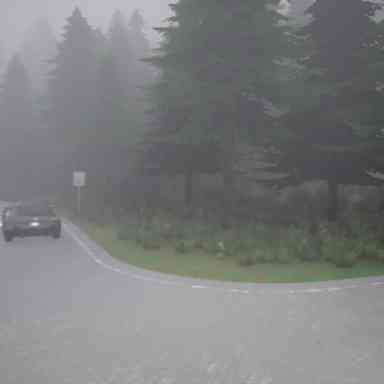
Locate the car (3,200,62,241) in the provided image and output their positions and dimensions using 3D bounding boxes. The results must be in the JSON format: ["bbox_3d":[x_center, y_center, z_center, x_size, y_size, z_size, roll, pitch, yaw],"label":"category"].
[{"bbox_3d":[-6.688,1.026,13.766,1.994,1.385,4.181,0,3,-30],"label":"car"}]
